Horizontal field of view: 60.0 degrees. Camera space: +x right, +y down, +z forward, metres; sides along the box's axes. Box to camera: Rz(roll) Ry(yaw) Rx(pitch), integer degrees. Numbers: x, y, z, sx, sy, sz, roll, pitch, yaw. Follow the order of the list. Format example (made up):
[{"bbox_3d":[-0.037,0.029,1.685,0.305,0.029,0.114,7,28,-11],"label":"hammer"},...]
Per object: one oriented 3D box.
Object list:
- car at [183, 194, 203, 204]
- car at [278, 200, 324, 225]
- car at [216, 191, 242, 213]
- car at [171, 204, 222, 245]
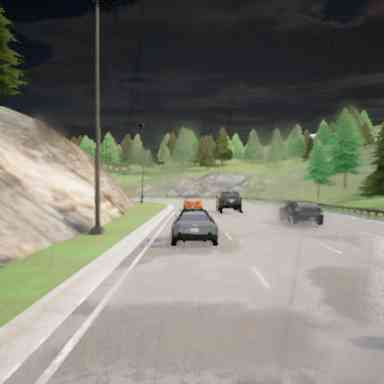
[{"bbox_3d":[0.075,1.039,37.312,2.097,1.767,4.553,0,0,-1],"label":"car"},{"bbox_3d":[7.104,1.319,22.033,1.837,1.490,4.892,0,0,0],"label":"car"},{"bbox_3d":[3.603,0.944,32.884,2.150,2.045,5.566,0,0,0],"label":"car"},{"bbox_3d":[0.102,1.437,14.924,1.994,1.385,4.181,0,0,0],"label":"car"}]
